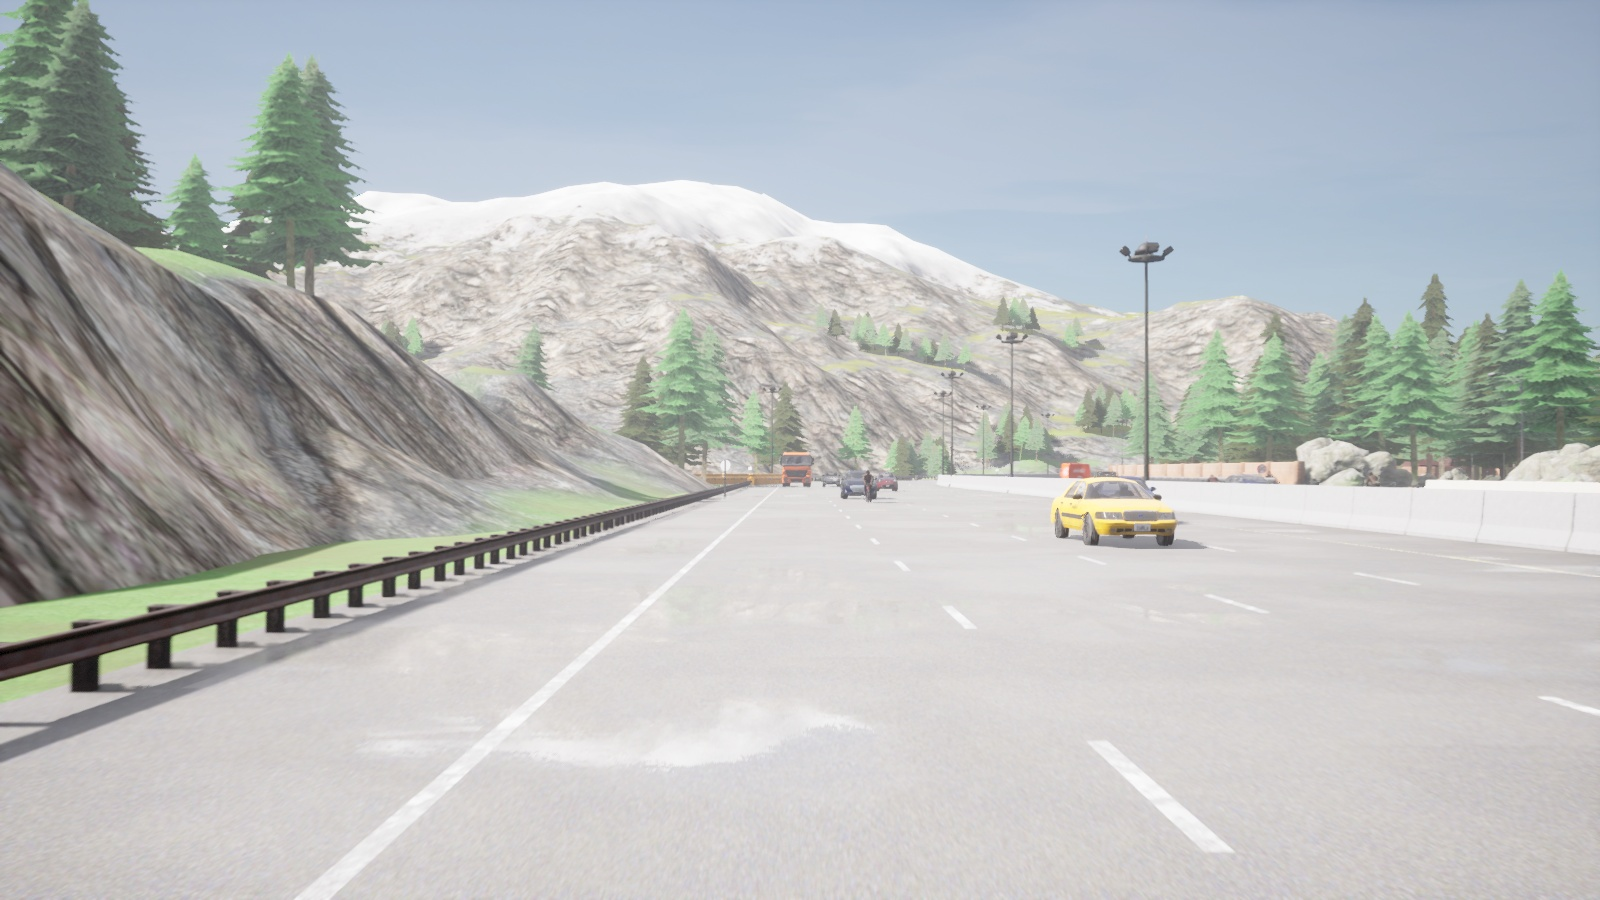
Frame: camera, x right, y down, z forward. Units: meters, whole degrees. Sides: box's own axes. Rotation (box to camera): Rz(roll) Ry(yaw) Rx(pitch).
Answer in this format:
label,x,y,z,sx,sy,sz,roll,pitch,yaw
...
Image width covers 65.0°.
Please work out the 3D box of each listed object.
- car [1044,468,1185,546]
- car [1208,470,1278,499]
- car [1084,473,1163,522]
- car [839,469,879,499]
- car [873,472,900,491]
label,x,y,z,sx,sy,sz,roll,pitch,yaw
car,6.931,1.199,28.257,1.801,1.575,5.366,0,-1,0
car,24.333,1.874,69.128,2.163,1.488,4.792,0,-1,0
car,10.184,1.466,39.809,1.812,1.442,4.674,0,-1,7
car,3.327,1.927,71.389,2.033,1.649,4.856,0,-1,0
car,6.763,2.447,98.298,1.845,1.501,3.633,0,-1,0
